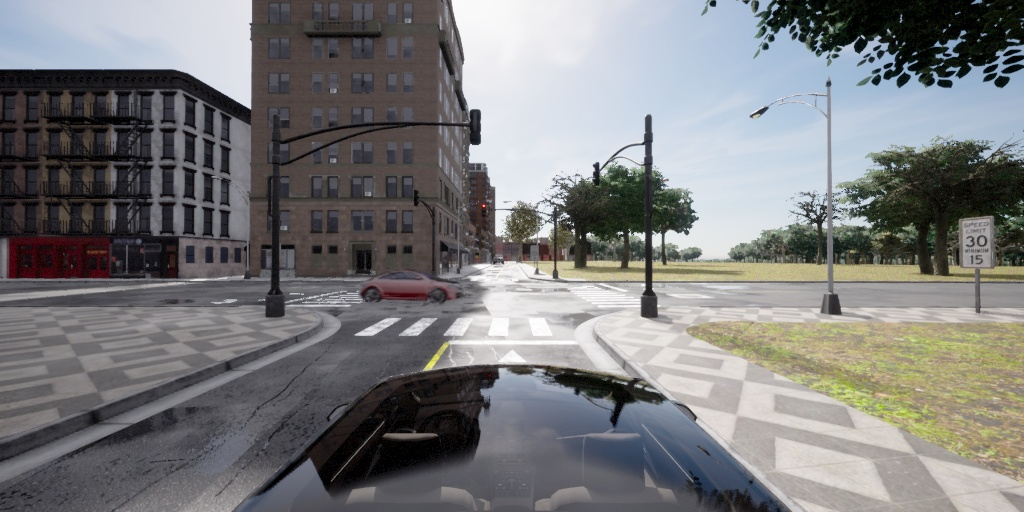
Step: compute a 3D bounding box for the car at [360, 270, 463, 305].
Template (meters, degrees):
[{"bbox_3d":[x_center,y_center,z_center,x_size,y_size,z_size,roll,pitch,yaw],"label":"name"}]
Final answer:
[{"bbox_3d":[-4.244,1.288,15.425,4.181,1.385,1.994,1,-1,0],"label":"car"}]
